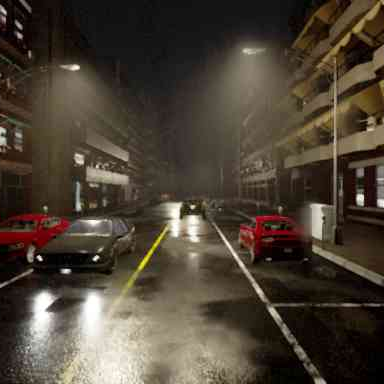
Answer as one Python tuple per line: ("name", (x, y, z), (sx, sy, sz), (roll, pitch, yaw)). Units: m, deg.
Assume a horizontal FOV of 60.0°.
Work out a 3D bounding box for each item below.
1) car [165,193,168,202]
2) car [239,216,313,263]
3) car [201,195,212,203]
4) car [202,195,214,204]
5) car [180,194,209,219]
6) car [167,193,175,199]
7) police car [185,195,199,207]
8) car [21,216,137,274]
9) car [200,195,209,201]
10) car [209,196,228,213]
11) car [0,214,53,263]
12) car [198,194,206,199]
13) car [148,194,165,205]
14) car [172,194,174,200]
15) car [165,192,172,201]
("car", (-5.686, 1.299, 56.627), (2.008, 1.369, 4.403), (0, 0, 0))
("car", (2.693, 1.494, 11.533), (1.887, 1.381, 4.507), (0, 0, 0))
("car", (2.696, 1.288, 62.259), (1.947, 1.339, 4.313), (0, 0, 0))
("car", (2.696, 1.272, 56.792), (1.752, 1.417, 4.829), (0, 0, 0))
("car", (0.073, 1.228, 27.923), (2.097, 1.767, 4.553), (0, 0, 0))
("car", (-5.683, 1.121, 90.274), (1.752, 1.417, 4.829), (0, 0, 0))
("police car", (0.008, 1.286, 49.088), (2.038, 1.542, 4.974), (0, 0, 0))
("car", (-3.008, 1.501, 10.622), (2.033, 1.411, 5.357), (0, 0, 0))
("car", (2.696, 1.253, 73.531), (1.802, 1.307, 4.206), (0, 0, 0))
("car", (2.694, 1.400, 34.078), (2.008, 1.369, 4.403), (0, 0, 0))
("car", (-5.688, 1.494, 11.538), (1.887, 1.381, 4.507), (0, 0, 0))
("car", (2.698, 1.177, 90.440), (1.802, 1.307, 4.206), (0, 0, 0))
("car", (-5.685, 1.324, 50.990), (2.008, 1.369, 4.403), (0, 0, 0))
("car", (-5.683, 0.961, 79.171), (2.192, 1.841, 5.009), (0, 0, 0))
("car", (-5.684, 1.241, 67.900), (1.887, 1.381, 4.507), (0, 0, 0))
